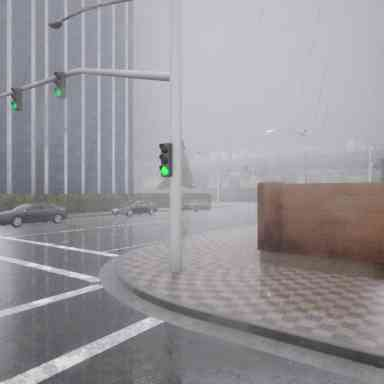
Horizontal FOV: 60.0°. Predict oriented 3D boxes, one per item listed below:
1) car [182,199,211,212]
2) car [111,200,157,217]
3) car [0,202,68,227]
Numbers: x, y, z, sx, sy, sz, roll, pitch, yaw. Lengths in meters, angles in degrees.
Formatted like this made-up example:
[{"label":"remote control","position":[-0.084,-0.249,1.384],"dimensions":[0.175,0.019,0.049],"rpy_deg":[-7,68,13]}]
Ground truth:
[{"label":"car","position":[0.480,1.564,39.072],"dimensions":[1.994,1.385,4.181],"rpy_deg":[0,0,35]},{"label":"car","position":[-5.298,1.492,30.968],"dimensions":[2.128,1.511,4.902],"rpy_deg":[0,0,35]},{"label":"car","position":[-11.008,1.505,22.940],"dimensions":[1.837,1.490,4.892],"rpy_deg":[0,0,35]}]
